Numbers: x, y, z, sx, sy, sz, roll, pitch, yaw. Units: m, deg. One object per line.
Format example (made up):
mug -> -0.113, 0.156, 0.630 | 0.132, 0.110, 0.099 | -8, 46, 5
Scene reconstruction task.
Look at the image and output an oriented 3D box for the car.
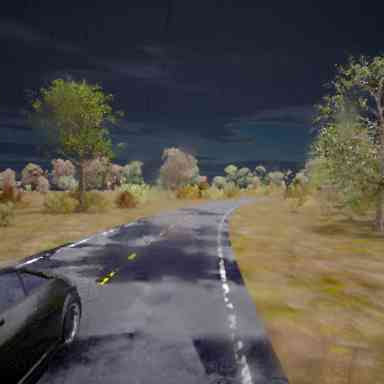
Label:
car -> -2.674, 1.546, 3.396 | 1.994, 1.385, 4.181 | 0, 0, 1
